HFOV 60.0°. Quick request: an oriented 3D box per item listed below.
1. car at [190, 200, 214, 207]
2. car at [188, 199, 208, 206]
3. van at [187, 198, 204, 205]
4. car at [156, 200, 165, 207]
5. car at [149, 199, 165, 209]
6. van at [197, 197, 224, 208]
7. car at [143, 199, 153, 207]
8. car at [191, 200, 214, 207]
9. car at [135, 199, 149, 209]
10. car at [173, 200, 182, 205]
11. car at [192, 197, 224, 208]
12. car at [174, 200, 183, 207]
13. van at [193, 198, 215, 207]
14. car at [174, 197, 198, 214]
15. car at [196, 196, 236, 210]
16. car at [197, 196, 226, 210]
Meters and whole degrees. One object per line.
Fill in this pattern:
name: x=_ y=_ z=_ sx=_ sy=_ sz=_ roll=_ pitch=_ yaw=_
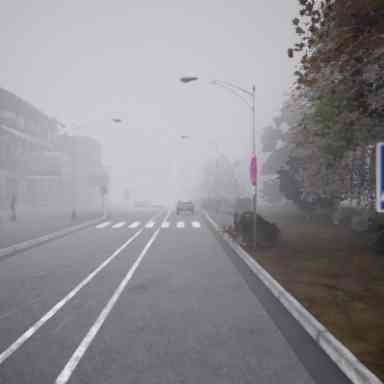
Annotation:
car: x=2.357 y=2.578 z=77.531 sx=5.366 sy=1.575 sz=1.946 roll=1 pitch=-2 yaw=-23
car: x=1.602 y=2.637 z=86.344 sx=4.553 sy=1.767 sz=2.185 roll=1 pitch=-2 yaw=-24
van: x=1.080 y=2.710 z=95.299 sx=4.442 sy=1.987 sz=1.878 roll=1 pitch=-1 yaw=-25
car: x=-7.211 y=2.600 z=76.252 sx=1.812 sy=1.442 sz=4.674 roll=0 pitch=-1 yaw=-3
car: x=-6.305 y=2.231 z=60.045 sx=1.812 sy=1.442 sz=4.674 roll=0 pitch=-1 yaw=-3
van: x=3.324 y=1.939 z=59.779 sx=4.442 sy=1.987 sz=1.878 roll=1 pitch=-2 yaw=-23
car: x=-10.009 y=2.434 z=76.134 sx=2.097 sy=1.767 sz=4.553 roll=0 pitch=-1 yaw=-3
car: x=2.383 y=2.543 z=74.512 sx=4.792 sy=1.488 sz=2.163 roll=1 pitch=-2 yaw=-23
car: x=-9.102 y=2.271 z=59.898 sx=1.994 sy=1.385 sz=4.181 roll=0 pitch=-1 yaw=-3
car: x=-3.861 y=2.781 z=88.854 sx=2.128 sy=1.511 sz=4.902 roll=0 pitch=-1 yaw=-4
car: x=3.077 y=1.985 z=62.696 sx=5.566 sy=2.045 sz=2.435 roll=1 pitch=-2 yaw=-23
car: x=-3.179 y=2.656 z=78.384 sx=2.033 sy=1.411 sz=5.357 roll=0 pitch=-1 yaw=-3
van: x=2.634 y=2.222 z=71.599 sx=4.442 sy=1.987 sz=1.878 roll=1 pitch=-2 yaw=-23
car: x=-0.765 y=1.591 z=36.656 sx=2.128 sy=1.511 sz=4.902 roll=0 pitch=-1 yaw=-2
car: x=3.713 y=1.684 z=50.850 sx=5.566 sy=2.045 sz=2.435 roll=1 pitch=-1 yaw=-23
car: x=3.930 y=1.609 z=47.930 sx=5.566 sy=2.045 sz=2.435 roll=1 pitch=-2 yaw=-23
